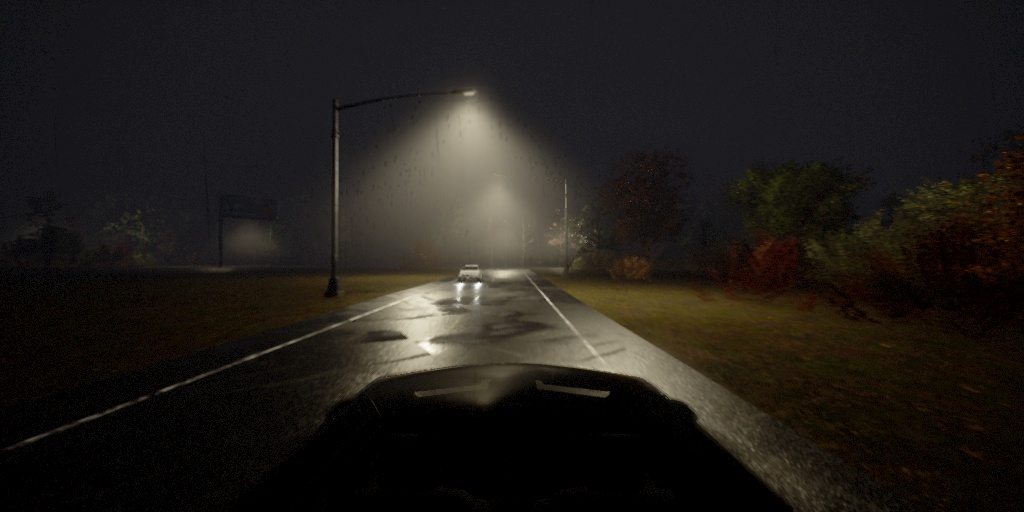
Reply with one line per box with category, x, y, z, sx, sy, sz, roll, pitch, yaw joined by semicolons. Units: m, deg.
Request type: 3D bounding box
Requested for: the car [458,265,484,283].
car;-3.599;1.523;31.707;1.812;1.442;4.674;0;-1;0
